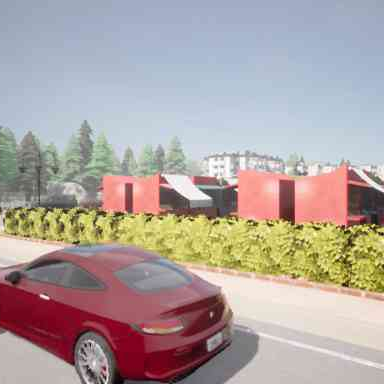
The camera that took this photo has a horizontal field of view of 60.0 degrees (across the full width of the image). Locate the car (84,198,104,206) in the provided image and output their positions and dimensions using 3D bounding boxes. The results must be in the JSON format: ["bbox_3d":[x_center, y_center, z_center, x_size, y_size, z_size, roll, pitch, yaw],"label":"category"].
[{"bbox_3d":[-13.080,1.533,42.203,1.882,1.535,5.008,0,0,36],"label":"car"}]

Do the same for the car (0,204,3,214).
[{"bbox_3d":[-20.748,1.407,31.727,2.097,1.767,4.553,0,0,36],"label":"car"}]

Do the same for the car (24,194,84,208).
[{"bbox_3d":[-14.476,1.278,34.376,2.150,2.045,5.566,0,0,36],"label":"car"}]

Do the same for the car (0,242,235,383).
[{"bbox_3d":[-1.598,1.526,5.134,4.674,1.442,1.812,0,0,36],"label":"car"}]
